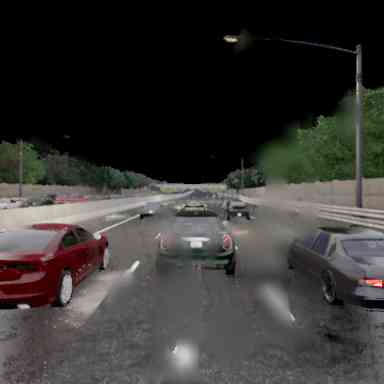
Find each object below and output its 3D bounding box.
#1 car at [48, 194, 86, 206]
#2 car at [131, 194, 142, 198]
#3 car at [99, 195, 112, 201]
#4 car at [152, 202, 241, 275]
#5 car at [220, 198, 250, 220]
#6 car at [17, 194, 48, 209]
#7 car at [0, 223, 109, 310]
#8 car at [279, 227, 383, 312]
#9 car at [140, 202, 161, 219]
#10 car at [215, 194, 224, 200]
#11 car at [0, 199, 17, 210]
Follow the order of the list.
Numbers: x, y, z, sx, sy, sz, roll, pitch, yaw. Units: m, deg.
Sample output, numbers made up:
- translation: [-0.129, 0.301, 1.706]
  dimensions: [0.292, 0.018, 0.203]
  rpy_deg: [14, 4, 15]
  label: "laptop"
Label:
- translation: [-13.908, 1.218, 37.985]
  dimensions: [2.150, 2.045, 5.566]
  rpy_deg: [0, 0, 1]
  label: "car"
- translation: [-13.305, 1.225, 80.005]
  dimensions: [1.882, 1.535, 5.008]
  rpy_deg: [0, 0, 1]
  label: "car"
- translation: [-20.335, 1.327, 78.305]
  dimensions: [1.994, 1.385, 4.181]
  rpy_deg: [0, 0, 1]
  label: "car"
- translation: [0.119, 1.350, 10.575]
  dimensions: [2.097, 1.767, 4.553]
  rpy_deg: [0, 0, 0]
  label: "car"
- translation: [3.700, 1.503, 28.285]
  dimensions: [1.837, 1.490, 4.892]
  rpy_deg: [0, 0, 0]
  label: "car"
- translation: [-17.402, 1.218, 38.458]
  dimensions: [2.150, 2.045, 5.566]
  rpy_deg: [0, 0, 1]
  label: "car"
- translation: [-3.389, 1.476, 7.945]
  dimensions: [1.882, 1.535, 5.008]
  rpy_deg: [0, 0, 0]
  label: "car"
- translation: [3.612, 1.547, 7.972]
  dimensions: [2.033, 1.411, 5.357]
  rpy_deg: [0, 0, 0]
  label: "car"
- translation: [-3.296, 1.561, 28.874]
  dimensions: [1.994, 1.385, 4.181]
  rpy_deg: [0, 0, 0]
  label: "car"
- translation: [7.851, 1.407, 93.407]
  dimensions: [2.128, 1.511, 4.902]
  rpy_deg: [0, 0, 2]
  label: "car"
- translation: [-20.907, 1.521, 37.421]
  dimensions: [1.812, 1.442, 4.674]
  rpy_deg: [0, 0, 1]
  label: "car"
